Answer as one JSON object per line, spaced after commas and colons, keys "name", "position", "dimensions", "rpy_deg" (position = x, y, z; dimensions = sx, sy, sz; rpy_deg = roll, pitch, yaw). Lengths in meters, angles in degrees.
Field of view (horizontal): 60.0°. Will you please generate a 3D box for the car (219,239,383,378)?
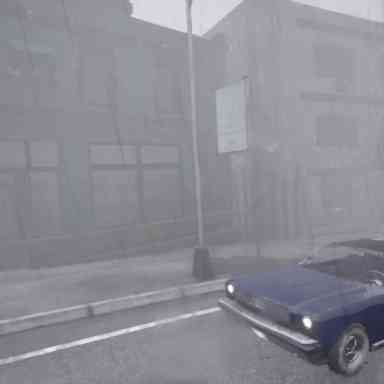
{"name": "car", "position": [2.801, 1.542, 5.484], "dimensions": [4.718, 1.301, 1.895], "rpy_deg": [0, 1, -30]}
